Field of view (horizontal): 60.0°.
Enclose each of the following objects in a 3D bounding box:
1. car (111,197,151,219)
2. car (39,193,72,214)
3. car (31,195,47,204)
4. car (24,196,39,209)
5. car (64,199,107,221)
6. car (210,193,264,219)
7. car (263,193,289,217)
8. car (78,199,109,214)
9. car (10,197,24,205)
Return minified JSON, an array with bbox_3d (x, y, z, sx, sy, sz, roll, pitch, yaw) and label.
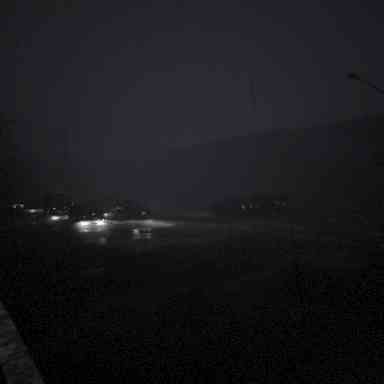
[{"bbox_3d":[-5.216,1.426,28.293,2.128,1.511,4.902,0,0,-35],"label":"car"},{"bbox_3d":[-14.011,1.175,34.757,2.150,2.045,5.566,0,0,-35],"label":"car"},{"bbox_3d":[-28.238,1.412,61.383,1.882,1.535,5.008,0,0,-35],"label":"car"},{"bbox_3d":[-20.456,1.479,43.989,1.812,1.442,4.674,0,0,-35],"label":"car"},{"bbox_3d":[-8.688,1.517,27.153,1.994,1.385,4.181,0,0,-35],"label":"car"},{"bbox_3d":[3.521,1.246,28.362,2.097,1.767,4.553,0,0,-35],"label":"car"},{"bbox_3d":[6.281,1.096,30.522,2.150,2.045,5.566,0,0,-35],"label":"car"},{"bbox_3d":[-10.754,1.498,36.206,1.994,1.385,4.181,0,0,-35],"label":"car"},{"bbox_3d":[-31.252,1.518,59.592,1.994,1.385,4.181,0,0,-35],"label":"car"}]
